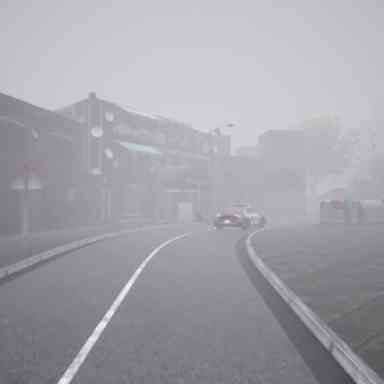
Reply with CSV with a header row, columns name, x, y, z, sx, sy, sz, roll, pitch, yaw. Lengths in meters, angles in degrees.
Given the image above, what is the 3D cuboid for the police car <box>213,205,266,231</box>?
name,x,y,z,sx,sy,sz,roll,pitch,yaw
police car,3.231,1.640,21.480,2.038,1.542,4.974,0,-2,29

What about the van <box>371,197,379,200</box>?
name,x,y,z,sx,sy,sz,roll,pitch,yaw
van,23.661,1.528,39.878,1.878,1.987,4.442,-3,-2,-12
